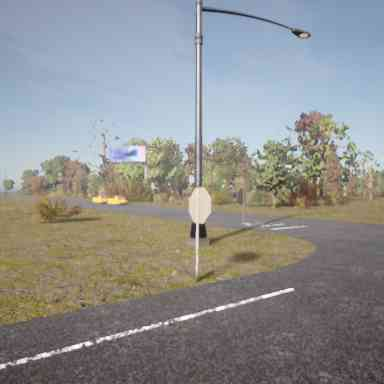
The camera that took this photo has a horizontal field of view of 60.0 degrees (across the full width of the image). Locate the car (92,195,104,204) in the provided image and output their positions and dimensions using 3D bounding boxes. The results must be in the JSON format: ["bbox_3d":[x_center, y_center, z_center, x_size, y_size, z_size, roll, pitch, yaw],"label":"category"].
[{"bbox_3d":[-16.636,1.337,60.625,1.882,1.535,5.008,0,0,-34],"label":"car"}]

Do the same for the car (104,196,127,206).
[{"bbox_3d":[-12.093,1.351,53.861,1.882,1.535,5.008,0,0,-33],"label":"car"}]
